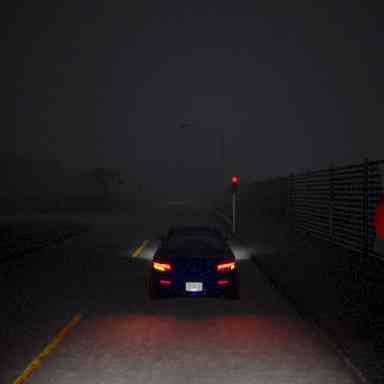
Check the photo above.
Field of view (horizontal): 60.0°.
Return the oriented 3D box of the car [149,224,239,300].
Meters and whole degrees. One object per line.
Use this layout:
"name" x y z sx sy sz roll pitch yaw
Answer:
"car" 0.058 1.526 8.244 1.812 1.442 4.674 0 0 1
